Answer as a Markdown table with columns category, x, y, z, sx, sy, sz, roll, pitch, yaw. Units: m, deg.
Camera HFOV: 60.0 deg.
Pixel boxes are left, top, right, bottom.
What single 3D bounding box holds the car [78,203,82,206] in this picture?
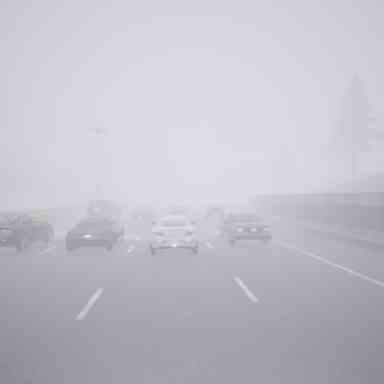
| category | x | y | z | sx | sy | sz | roll | pitch | yaw |
| --- | --- | --- | --- | --- | --- | --- | --- | --- | --- |
| car | -23.126 | 2.673 | 73.378 | 2.128 | 1.511 | 4.902 | -1 | -1 | 15 |

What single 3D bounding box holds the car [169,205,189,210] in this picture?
| category | x | y | z | sx | sy | sz | roll | pitch | yaw |
| --- | --- | --- | --- | --- | --- | --- | --- | --- | --- |
| car | -1.294 | 1.983 | 32.337 | 2.033 | 1.411 | 5.357 | 0 | -1 | 2 |

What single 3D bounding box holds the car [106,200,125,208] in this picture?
| category | x | y | z | sx | sy | sz | roll | pitch | yaw |
| --- | --- | --- | --- | --- | --- | --- | --- | --- | --- |
| car | -16.351 | 2.535 | 71.597 | 1.882 | 1.535 | 5.008 | -1 | -1 | 15 |

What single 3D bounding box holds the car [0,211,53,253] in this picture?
| category | x | y | z | sx | sy | sz | roll | pitch | yaw |
| --- | --- | --- | --- | --- | --- | --- | --- | --- | --- |
| car | -7.847 | 1.752 | 14.970 | 2.128 | 1.511 | 4.902 | 0 | -1 | -4 |

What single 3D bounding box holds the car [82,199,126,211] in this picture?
| category | x | y | z | sx | sy | sz | roll | pitch | yaw |
| --- | --- | --- | --- | --- | --- | --- | --- | --- | --- |
| car | -8.289 | 1.706 | 31.768 | 2.150 | 2.045 | 5.566 | -1 | -1 | 1 |

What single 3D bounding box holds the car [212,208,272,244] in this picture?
| category | x | y | z | sx | sy | sz | roll | pitch | yaw |
| --- | --- | --- | --- | --- | --- | --- | --- | --- | --- |
| car | 2.541 | 1.751 | 17.047 | 2.033 | 1.411 | 5.357 | 0 | -1 | -4 |

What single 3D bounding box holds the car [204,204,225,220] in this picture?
| category | x | y | z | sx | sy | sz | roll | pitch | yaw |
| --- | --- | --- | --- | --- | --- | --- | --- | --- | --- |
| car | 2.273 | 1.924 | 33.159 | 1.837 | 1.490 | 4.892 | -1 | 0 | 2 |

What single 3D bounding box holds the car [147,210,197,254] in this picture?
| category | x | y | z | sx | sy | sz | roll | pitch | yaw |
| --- | --- | --- | --- | --- | --- | --- | --- | --- | --- |
| car | -0.803 | 1.723 | 14.422 | 1.812 | 1.442 | 4.674 | 0 | -1 | -4 |

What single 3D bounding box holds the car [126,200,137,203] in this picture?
| category | x | y | z | sx | sy | sz | roll | pitch | yaw |
| --- | --- | --- | --- | --- | --- | --- | --- | --- | --- |
| car | -13.138 | 2.517 | 70.106 | 1.837 | 1.490 | 4.892 | -1 | -1 | 15 |

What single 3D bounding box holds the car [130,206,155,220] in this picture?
| category | x | y | z | sx | sy | sz | roll | pitch | yaw |
| --- | --- | --- | --- | --- | --- | --- | --- | --- | --- |
| car | -4.746 | 2.075 | 33.165 | 1.895 | 1.301 | 4.718 | 0 | -1 | 2 |

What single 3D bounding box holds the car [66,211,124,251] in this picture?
| category | x | y | z | sx | sy | sz | roll | pitch | yaw |
| --- | --- | --- | --- | --- | --- | --- | --- | --- | --- |
| car | -4.378 | 1.804 | 15.550 | 1.994 | 1.385 | 4.181 | 0 | -1 | -4 |

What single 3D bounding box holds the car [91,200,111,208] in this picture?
| category | x | y | z | sx | sy | sz | roll | pitch | yaw |
| --- | --- | --- | --- | --- | --- | --- | --- | --- | --- |
| car | -19.792 | 2.570 | 72.286 | 1.882 | 1.535 | 5.008 | -1 | -1 | 15 |
